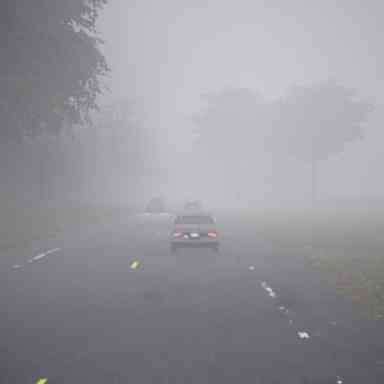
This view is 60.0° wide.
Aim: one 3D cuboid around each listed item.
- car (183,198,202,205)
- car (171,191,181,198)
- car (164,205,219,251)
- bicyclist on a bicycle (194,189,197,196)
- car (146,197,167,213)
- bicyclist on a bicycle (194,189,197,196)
[{"bbox_3d":[0.079,1.297,34.629,1.812,1.442,4.674,0,1,0],"label":"car"},{"bbox_3d":[-3.515,0.512,74.755,2.097,1.767,4.553,0,1,0],"label":"car"},{"bbox_3d":[0.093,1.512,13.877,2.033,1.411,5.357,0,0,0],"label":"car"},{"bbox_3d":[0.942,0.431,83.268,0.866,1.612,1.509,0,1,0],"label":"bicyclist on a bicycle"},{"bbox_3d":[-3.604,1.281,34.201,1.837,1.490,4.892,0,1,0],"label":"car"},{"bbox_3d":[0.944,0.169,92.261,0.659,1.776,1.843,0,1,0],"label":"bicyclist on a bicycle"}]
